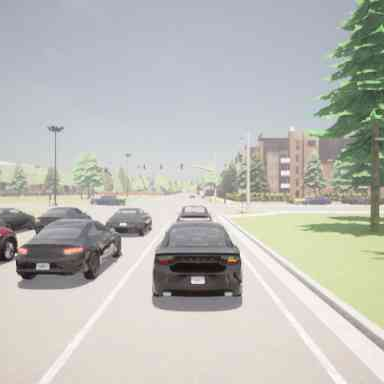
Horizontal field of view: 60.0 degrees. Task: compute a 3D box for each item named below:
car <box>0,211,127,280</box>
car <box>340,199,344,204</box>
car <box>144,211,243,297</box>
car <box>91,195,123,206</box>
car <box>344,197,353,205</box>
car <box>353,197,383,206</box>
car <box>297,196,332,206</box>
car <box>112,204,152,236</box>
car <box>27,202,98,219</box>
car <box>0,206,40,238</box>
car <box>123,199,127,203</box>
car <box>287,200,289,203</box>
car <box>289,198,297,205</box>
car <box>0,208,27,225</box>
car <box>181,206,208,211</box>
[{"bbox_3d":[-3.385,1.523,9.856,1.812,1.442,4.674,0,0,0],"label":"car"},{"bbox_3d":[29.609,1.583,60.457,4.718,1.301,1.895,0,0,0],"label":"car"},{"bbox_3d":[0.114,1.475,8.616,1.882,1.535,5.008,0,0,0],"label":"car"},{"bbox_3d":[-13.976,1.336,53.573,4.553,1.767,2.097,0,0,0],"label":"car"},{"bbox_3d":[29.218,1.584,56.985,4.718,1.301,1.895,0,0,0],"label":"car"},{"bbox_3d":[29.317,1.473,53.499,4.902,1.511,2.128,0,0,0],"label":"car"},{"bbox_3d":[19.958,1.510,53.437,4.674,1.442,1.812,0,0,0],"label":"car"},{"bbox_3d":[-3.370,1.558,18.319,1.994,1.385,4.181,0,0,0],"label":"car"},{"bbox_3d":[-6.871,1.520,18.134,1.812,1.442,4.674,0,0,0],"label":"car"},{"bbox_3d":[-10.370,1.558,18.444,1.994,1.385,4.181,0,0,0],"label":"car"},{"bbox_3d":[-13.960,1.530,57.072,5.357,1.411,2.033,0,0,1],"label":"car"},{"bbox_3d":[20.024,1.529,60.437,5.357,1.411,2.033,0,0,0],"label":"car"},{"bbox_3d":[19.792,1.461,56.941,5.008,1.535,1.882,0,0,0],"label":"car"},{"bbox_3d":[-6.885,1.349,9.300,2.097,1.767,4.553,0,0,0],"label":"car"},{"bbox_3d":[0.130,1.486,17.983,2.128,1.511,4.902,0,0,0],"label":"car"}]
